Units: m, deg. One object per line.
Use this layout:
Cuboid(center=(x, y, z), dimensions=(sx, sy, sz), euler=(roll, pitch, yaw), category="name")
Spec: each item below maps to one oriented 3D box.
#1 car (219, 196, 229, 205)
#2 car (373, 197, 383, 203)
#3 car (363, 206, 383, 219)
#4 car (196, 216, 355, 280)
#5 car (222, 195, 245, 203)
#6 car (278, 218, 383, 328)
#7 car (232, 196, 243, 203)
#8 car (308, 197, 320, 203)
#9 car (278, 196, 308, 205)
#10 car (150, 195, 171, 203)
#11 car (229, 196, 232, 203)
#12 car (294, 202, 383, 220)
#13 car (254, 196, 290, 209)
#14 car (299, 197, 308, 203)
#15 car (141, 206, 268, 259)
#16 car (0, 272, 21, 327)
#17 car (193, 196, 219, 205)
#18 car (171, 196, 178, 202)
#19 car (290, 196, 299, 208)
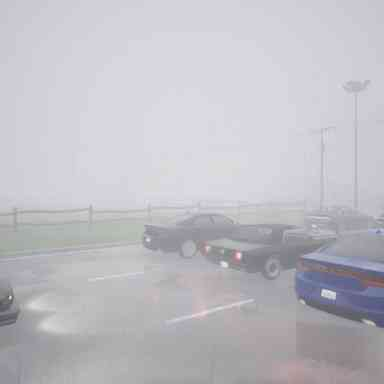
Cuboid(center=(3.784, 1.503, 59.381), dimensions=(1.837, 1.490, 4.892), euler=(0, 0, -36), category="car")
Cuboid(center=(24.565, 1.547, 38.627), dimensions=(5.357, 1.411, 2.033), euler=(0, 0, 38), category="car")
Cuboid(center=(10.167, 1.504, 15.339), dimensions=(4.892, 1.490, 1.837), euler=(0, 0, -36), category="car")
Cuboid(center=(2.664, 1.601, 9.956), dimensions=(4.718, 1.301, 1.895), euler=(0, 0, -35), category="car")
Cuboid(center=(8.790, 1.524, 70.461), dimensions=(2.128, 1.511, 4.902), euler=(0, 0, -36), category="car")
Cuboid(center=(4.190, 1.477, 6.743), dimensions=(5.008, 1.535, 1.882), euler=(0, 0, -36), category="car")
Cuboid(center=(7.169, 1.492, 66.713), dimensions=(2.128, 1.511, 4.902), euler=(0, 0, -36), category="car")
Cuboid(center=(18.066, 1.526, 51.719), dimensions=(1.812, 1.442, 4.674), euler=(0, 1, -36), category="car")
Cuboid(center=(17.626, 1.503, 58.246), dimensions=(1.837, 1.490, 4.892), euler=(0, 0, -36), category="car")
Cuboid(center=(-6.845, 1.352, 68.102), dimensions=(2.097, 1.767, 4.553), euler=(0, 0, -36), category="car")
Cuboid(center=(4.834, 1.505, 63.917), dimensions=(1.837, 1.490, 4.892), euler=(0, 0, -36), category="car")
Cuboid(center=(8.122, 1.491, 18.180), dimensions=(4.902, 1.511, 2.128), euler=(0, 0, -36), category="car")
Cuboid(center=(10.326, 1.525, 44.500), dimensions=(1.812, 1.442, 4.674), euler=(0, 0, -36), category="car")
Cuboid(center=(14.524, 1.490, 50.613), dimensions=(2.128, 1.511, 4.902), euler=(0, 0, -36), category="car")
Cuboid(center=(0.529, 1.477, 12.731), dimensions=(5.008, 1.535, 1.882), euler=(0, 0, -36), category="car")
Cuboid(center=(-5.285, 1.547, 4.272), dimensions=(5.357, 1.411, 2.033), euler=(0, 0, -35), category="car")
Cuboid(center=(1.969, 1.563, 55.923), dimensions=(1.994, 1.385, 4.181), euler=(0, 0, -36), category="car")
Cuboid(center=(-4.930, 1.504, 71.425), dimensions=(1.895, 1.301, 4.718), euler=(0, 0, -36), category="car")
Cuboid(center=(12.350, 1.600, 47.657), dimensions=(1.895, 1.301, 4.718), euler=(0, 0, -36), category="car")
